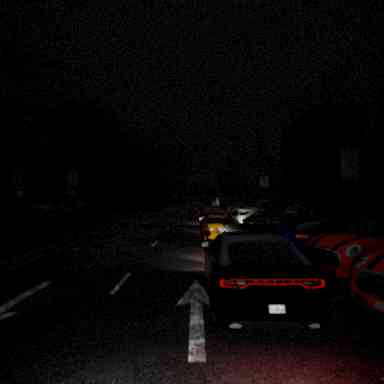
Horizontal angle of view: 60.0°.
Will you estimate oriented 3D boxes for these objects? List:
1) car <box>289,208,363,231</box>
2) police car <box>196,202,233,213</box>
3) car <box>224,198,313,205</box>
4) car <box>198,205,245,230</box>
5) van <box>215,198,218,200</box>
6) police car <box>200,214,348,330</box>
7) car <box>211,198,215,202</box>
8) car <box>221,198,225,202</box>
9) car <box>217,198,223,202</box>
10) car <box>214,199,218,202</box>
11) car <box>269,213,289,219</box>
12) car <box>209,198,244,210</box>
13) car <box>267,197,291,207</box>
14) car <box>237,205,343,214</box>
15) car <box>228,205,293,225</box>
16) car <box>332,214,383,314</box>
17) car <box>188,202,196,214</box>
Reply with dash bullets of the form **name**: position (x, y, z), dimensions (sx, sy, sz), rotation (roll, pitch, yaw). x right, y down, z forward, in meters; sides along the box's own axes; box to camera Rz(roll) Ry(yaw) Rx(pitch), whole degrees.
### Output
- **car**: position (5.456, 1.464, 9.523), dimensions (4.553, 1.767, 2.185), rotation (1, -1, -19)
- **police car**: position (1.434, 1.733, 23.376), dimensions (1.930, 1.638, 5.238), rotation (0, -1, 1)
- **car**: position (5.584, 1.543, 24.514), dimensions (5.566, 2.045, 2.435), rotation (1, -1, -19)
- **car**: position (1.365, 1.679, 17.457), dimensions (1.801, 1.575, 5.366), rotation (0, -1, 1)
- **van**: position (5.961, 1.892, 45.590), dimensions (4.442, 1.987, 1.878), rotation (1, -1, -19)
- **police car**: position (1.251, 1.515, 7.378), dimensions (1.930, 1.638, 5.238), rotation (0, -1, 1)
- **car**: position (5.729, 2.205, 51.487), dimensions (5.366, 1.575, 1.946), rotation (1, -1, -20)
- **car**: position (5.686, 1.803, 33.526), dimensions (4.553, 1.767, 2.185), rotation (1, -1, -19)
- **car**: position (5.821, 1.897, 39.541), dimensions (4.553, 1.767, 2.185), rotation (1, -1, -19)
- **car**: position (5.812, 2.069, 42.543), dimensions (5.008, 1.535, 2.097), rotation (1, -1, -19)
- **car**: position (5.456, 1.668, 12.517), dimensions (4.674, 1.452, 2.002), rotation (1, -1, -19)
- **car**: position (5.976, 2.055, 57.581), dimensions (5.566, 2.045, 2.435), rotation (1, -1, -20)
- **car**: position (19.093, 2.270, 73.448), dimensions (2.435, 2.045, 5.566), rotation (0, 0, -21)
- **car**: position (5.359, 1.704, 18.454), dimensions (5.366, 1.575, 1.946), rotation (1, -1, -19)
- **car**: position (5.620, 1.868, 27.510), dimensions (4.792, 1.488, 2.163), rotation (1, -1, -19)
- **car**: position (5.421, 1.425, 6.522), dimensions (4.553, 1.767, 2.185), rotation (1, -1, -19)
- **car**: position (0.491, 2.124, 45.365), dimensions (1.882, 1.535, 5.008), rotation (0, -1, 1)
